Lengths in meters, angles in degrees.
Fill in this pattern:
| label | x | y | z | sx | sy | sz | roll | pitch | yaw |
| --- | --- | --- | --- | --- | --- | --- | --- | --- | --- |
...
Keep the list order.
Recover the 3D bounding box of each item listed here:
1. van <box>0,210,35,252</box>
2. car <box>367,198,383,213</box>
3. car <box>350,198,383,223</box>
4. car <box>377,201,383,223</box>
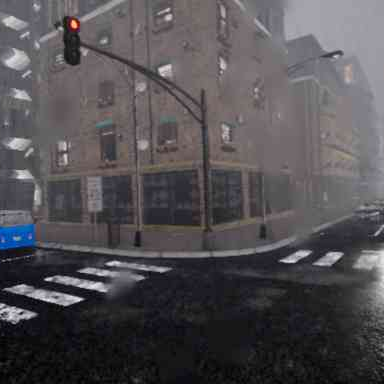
| label | x | y | z | sx | sy | sz | roll | pitch | yaw |
| --- | --- | --- | --- | --- | --- | --- | --- | --- | --- |
| van | -8.447 | 1.662 | 14.184 | 3.998 | 1.788 | 1.690 | -2 | 0 | 34 |
| car | 18.677 | 1.283 | 32.864 | 2.008 | 1.369 | 4.403 | -3 | -1 | 34 |
| car | 12.315 | 1.383 | 23.413 | 2.008 | 1.369 | 4.403 | -3 | -1 | 34 |
| car | 10.281 | 1.310 | 15.768 | 2.128 | 1.511 | 4.902 | -2 | -1 | 32 |
